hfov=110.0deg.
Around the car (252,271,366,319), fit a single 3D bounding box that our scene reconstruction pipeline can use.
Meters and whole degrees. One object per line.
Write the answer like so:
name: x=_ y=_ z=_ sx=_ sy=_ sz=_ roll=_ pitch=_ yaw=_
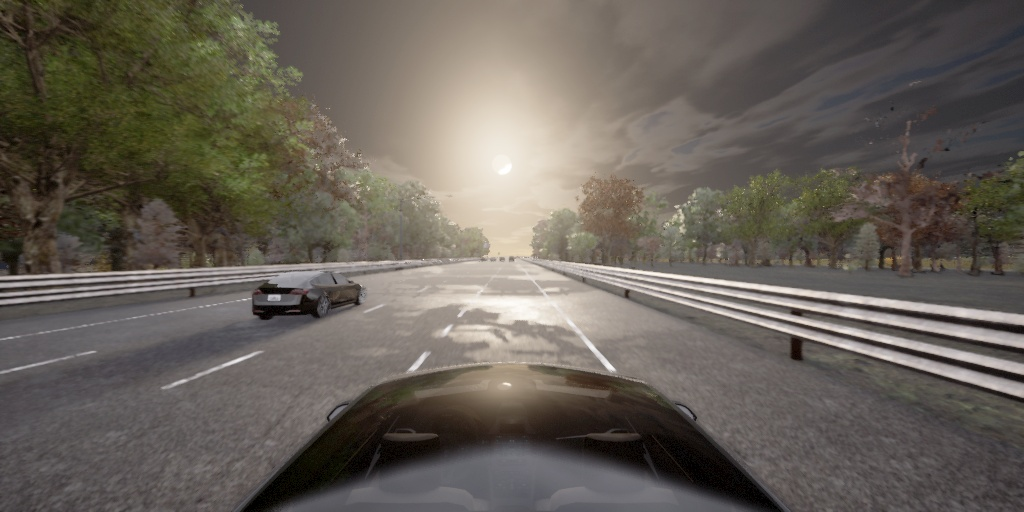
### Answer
car: x=-6.986 y=1.275 z=12.869 sx=2.163 sy=1.488 sz=4.792 roll=0 pitch=0 yaw=0
